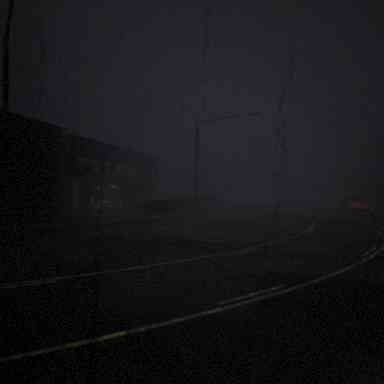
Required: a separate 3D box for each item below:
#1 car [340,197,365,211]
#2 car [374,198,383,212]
[{"bbox_3d":[17.982,1.262,37.376,1.882,1.535,5.008,1,1,15],"label":"car"},{"bbox_3d":[21.216,1.361,35.937,1.812,1.442,4.674,1,1,15],"label":"car"}]
